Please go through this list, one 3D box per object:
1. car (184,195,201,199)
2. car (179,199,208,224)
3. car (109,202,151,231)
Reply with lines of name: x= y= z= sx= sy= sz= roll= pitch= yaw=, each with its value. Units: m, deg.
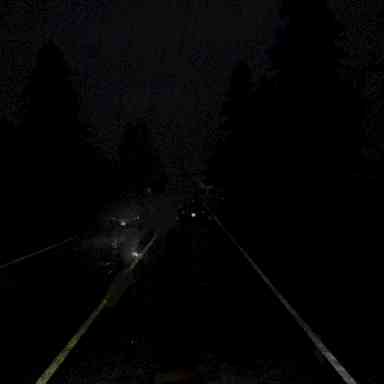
car: x=0.095 y=1.128 z=41.097 sx=2.097 sy=1.767 sz=4.553 roll=0 pitch=0 yaw=0
car: x=0.096 y=1.437 z=23.365 sx=1.994 sy=1.385 sz=4.181 roll=0 pitch=0 yaw=0
car: x=-3.602 y=1.382 z=19.886 sx=2.128 sy=1.511 sz=4.902 roll=0 pitch=0 yaw=0
